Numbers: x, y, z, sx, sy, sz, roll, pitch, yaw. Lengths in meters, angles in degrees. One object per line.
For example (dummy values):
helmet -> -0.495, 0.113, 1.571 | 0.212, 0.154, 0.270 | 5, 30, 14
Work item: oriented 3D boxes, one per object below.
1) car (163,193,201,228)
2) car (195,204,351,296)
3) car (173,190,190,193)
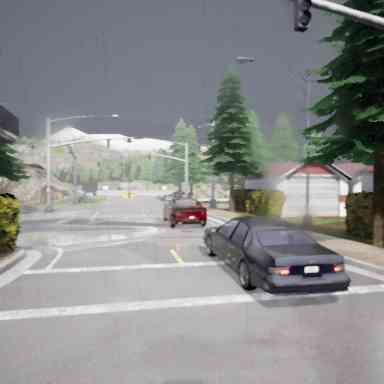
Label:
car -> -0.503, 1.058, 19.055 | 1.882, 1.535, 5.008 | -1, 2, -12
car -> 1.735, 1.366, 8.703 | 2.033, 1.411, 5.357 | 0, 3, -12
car -> -1.812, 0.383, 70.351 | 4.902, 1.511, 2.128 | 0, 1, -12
